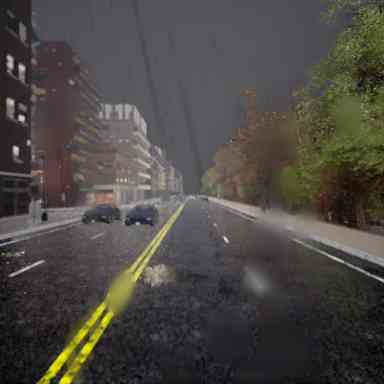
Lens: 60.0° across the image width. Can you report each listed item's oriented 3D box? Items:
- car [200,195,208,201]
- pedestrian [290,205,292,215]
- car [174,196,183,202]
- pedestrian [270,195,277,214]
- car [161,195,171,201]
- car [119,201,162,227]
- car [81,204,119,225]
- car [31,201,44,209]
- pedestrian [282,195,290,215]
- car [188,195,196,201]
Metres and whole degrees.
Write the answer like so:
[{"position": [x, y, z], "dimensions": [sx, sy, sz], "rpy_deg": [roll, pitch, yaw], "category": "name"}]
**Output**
[{"position": [3.216, 1.719, 87.046], "dimensions": [1.895, 1.301, 4.718], "rpy_deg": [0, 0, 0], "category": "car"}, {"position": [9.330, 1.525, 31.707], "dimensions": [0.375, 1.300, 0.375], "rpy_deg": [0, 0, 0], "category": "pedestrian"}, {"position": [-3.283, 1.649, 83.333], "dimensions": [2.128, 1.511, 4.902], "rpy_deg": [0, 0, 0], "category": "car"}, {"position": [7.758, 1.185, 32.307], "dimensions": [0.375, 1.860, 0.375], "rpy_deg": [0, 0, 0], "category": "pedestrian"}, {"position": [-6.533, 1.479, 83.361], "dimensions": [2.097, 1.767, 4.553], "rpy_deg": [0, 0, 0], "category": "car"}, {"position": [-3.330, 1.577, 23.185], "dimensions": [2.033, 1.411, 5.357], "rpy_deg": [0, 0, 0], "category": "car"}, {"position": [-6.570, 1.579, 24.859], "dimensions": [2.033, 1.411, 5.357], "rpy_deg": [0, 0, 0], "category": "car"}, {"position": [-22.867, 1.885, 46.251], "dimensions": [4.507, 1.381, 1.887], "rpy_deg": [-1, 1, 0], "category": "car"}, {"position": [8.713, 1.182, 31.107], "dimensions": [0.375, 1.860, 0.375], "rpy_deg": [0, 0, 0], "category": "pedestrian"}, {"position": [-0.033, 1.720, 87.461], "dimensions": [1.895, 1.301, 4.718], "rpy_deg": [0, 0, 0], "category": "car"}]
